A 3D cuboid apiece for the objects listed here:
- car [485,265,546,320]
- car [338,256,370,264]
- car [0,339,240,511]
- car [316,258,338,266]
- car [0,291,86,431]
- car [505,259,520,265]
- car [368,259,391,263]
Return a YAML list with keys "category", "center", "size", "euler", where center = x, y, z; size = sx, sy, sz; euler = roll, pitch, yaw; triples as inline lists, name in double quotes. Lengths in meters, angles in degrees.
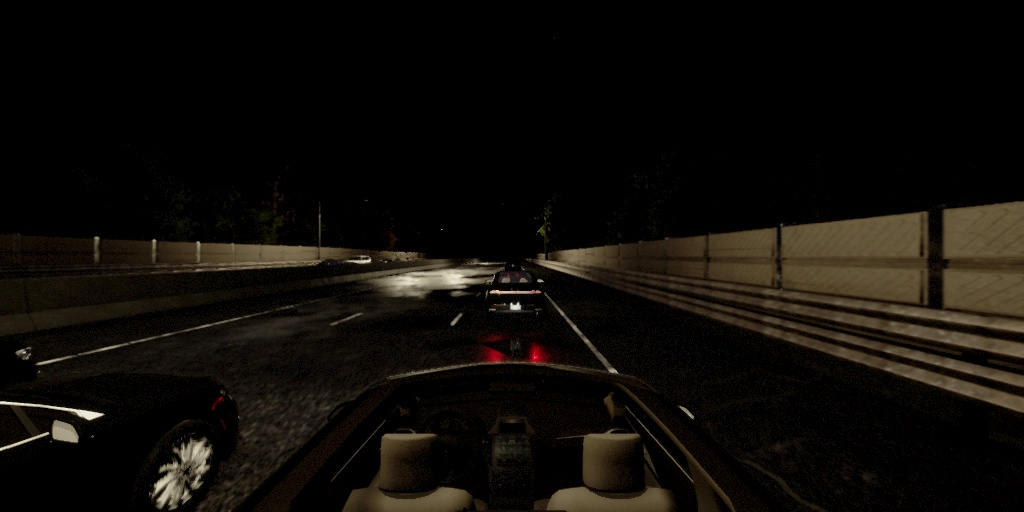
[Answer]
- category: "car"
  center: [0.100, 1.244, 12.569]
  size: [2.128, 1.511, 4.902]
  euler: [0, 0, 0]
- category: "car"
  center: [-21.003, 0.965, 48.847]
  size: [2.150, 2.045, 5.566]
  euler: [0, 0, 0]
- category: "car"
  center: [-3.399, 1.255, 1.266]
  size: [1.837, 1.490, 4.892]
  euler: [0, 0, 0]
- category: "car"
  center: [-24.507, 1.109, 48.567]
  size: [2.097, 1.767, 4.553]
  euler: [0, 0, 0]
- category: "car"
  center: [-6.899, 1.241, 2.462]
  size: [2.128, 1.511, 4.902]
  euler: [0, 0, 0]
- category: "car"
  center: [0.099, 1.190, 44.419]
  size: [2.033, 1.649, 4.856]
  euler: [0, 0, 0]
- category: "car"
  center: [-17.502, 1.381, 48.993]
  size: [1.895, 1.301, 4.718]
  euler: [0, 0, 0]
